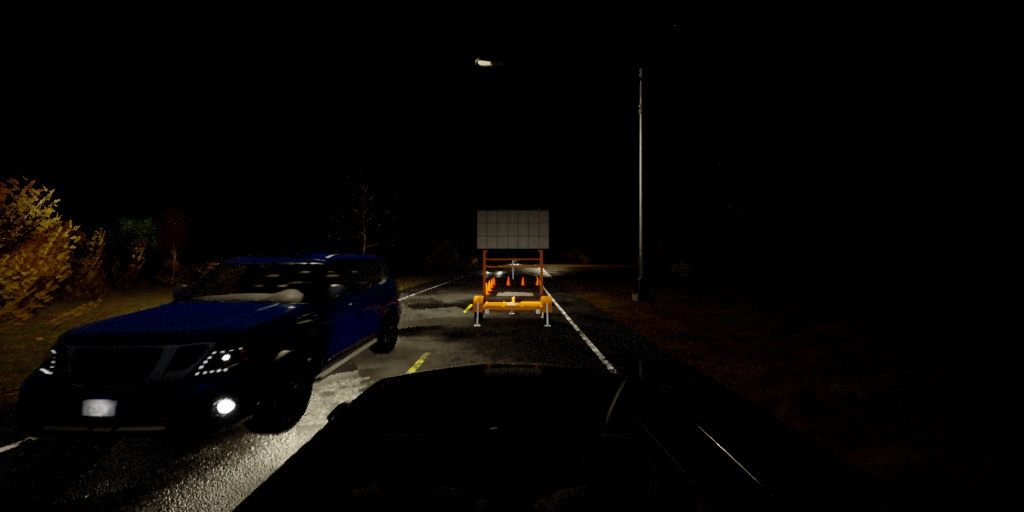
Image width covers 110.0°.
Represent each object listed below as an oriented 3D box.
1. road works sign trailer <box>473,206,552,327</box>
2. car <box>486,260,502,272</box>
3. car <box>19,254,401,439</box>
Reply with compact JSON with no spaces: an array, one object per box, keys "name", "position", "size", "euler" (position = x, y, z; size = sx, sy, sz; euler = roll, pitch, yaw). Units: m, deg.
[{"name":"road works sign trailer","position":[0.036,0.214,11.589],"size":[2.380,3.560,2.880],"euler":[0,0,1]},{"name":"car","position":[-2.367,1.220,47.622],"size":[1.882,1.535,5.008],"euler":[0,0,3]},{"name":"car","position":[-3.580,0.971,5.883],"size":[2.150,2.045,5.566],"euler":[0,0,0]}]
